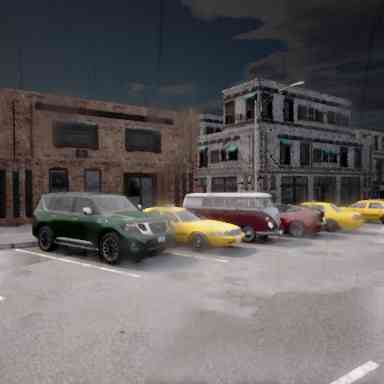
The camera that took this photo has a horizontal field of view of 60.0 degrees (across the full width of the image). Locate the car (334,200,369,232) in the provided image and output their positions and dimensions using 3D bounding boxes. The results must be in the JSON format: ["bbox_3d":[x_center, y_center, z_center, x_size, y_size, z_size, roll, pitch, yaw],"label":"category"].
[{"bbox_3d":[6.320,1.231,18.081,5.366,1.575,1.946,0,1,35],"label":"car"}]

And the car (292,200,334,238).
[{"bbox_3d":[4.035,1.274,16.315,4.792,1.488,2.163,0,1,35],"label":"car"}]

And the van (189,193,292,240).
[{"bbox_3d":[1.750,1.029,14.561,4.442,1.987,1.878,0,0,35],"label":"van"}]

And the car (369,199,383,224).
[{"bbox_3d":[11.139,1.211,21.417,5.366,1.575,1.946,0,1,35],"label":"car"}]

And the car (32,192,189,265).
[{"bbox_3d":[-3.144,1.026,11.253,5.566,2.045,2.435,0,0,35],"label":"car"}]

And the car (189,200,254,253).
[{"bbox_3d":[-0.606,1.262,12.844,5.366,1.575,1.946,0,0,35],"label":"car"}]
